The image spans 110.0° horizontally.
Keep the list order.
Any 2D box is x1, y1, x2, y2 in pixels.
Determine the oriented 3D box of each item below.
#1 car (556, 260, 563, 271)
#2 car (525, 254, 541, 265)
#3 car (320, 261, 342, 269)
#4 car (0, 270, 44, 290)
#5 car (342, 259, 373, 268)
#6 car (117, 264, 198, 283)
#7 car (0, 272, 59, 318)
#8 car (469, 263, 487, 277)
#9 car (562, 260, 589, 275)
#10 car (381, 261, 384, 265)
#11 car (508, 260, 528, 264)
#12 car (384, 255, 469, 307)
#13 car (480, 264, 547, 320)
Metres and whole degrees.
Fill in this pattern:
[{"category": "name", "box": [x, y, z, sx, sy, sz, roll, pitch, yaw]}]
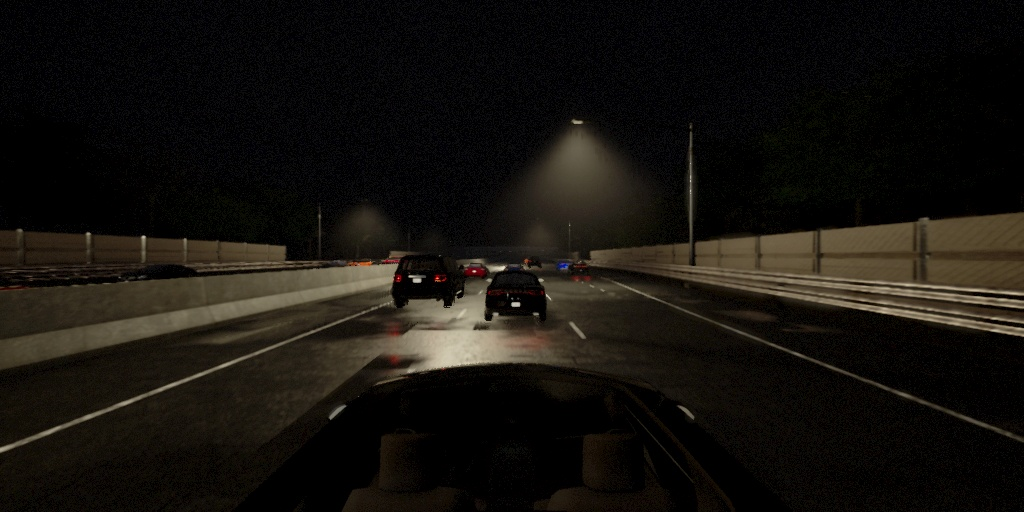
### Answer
[{"category": "car", "box": [7.266, 1.284, 50.369, 1.882, 1.535, 5.008, 0, 0, 1]}, {"category": "car", "box": [3.894, 1.064, 63.351, 2.150, 2.045, 5.566, 0, 0, 1]}, {"category": "car", "box": [-24.318, 1.348, 49.699, 2.033, 1.411, 5.357, 0, 0, 1]}, {"category": "car", "box": [-14.093, 1.101, 7.855, 2.097, 1.767, 4.553, 0, 0, 0]}, {"category": "car", "box": [-20.832, 1.151, 49.140, 2.097, 1.767, 4.553, 0, 0, 1]}, {"category": "car", "box": [-23.796, 1.280, 24.360, 1.812, 1.442, 4.674, 0, 0, -3]}, {"category": "car", "box": [-17.591, 1.296, 10.448, 2.033, 1.411, 5.357, 0, 0, 0]}, {"category": "car", "box": [-3.291, 1.332, 33.452, 1.994, 1.385, 4.181, 0, 0, 0]}, {"category": "car", "box": [7.073, 1.270, 38.758, 2.128, 1.511, 4.902, 0, 0, 2]}, {"category": "car", "box": [-17.286, 1.031, 52.807, 2.150, 2.045, 5.566, 0, 0, 1]}, {"category": "car", "box": [0.210, 1.332, 33.634, 1.994, 1.385, 4.181, 0, 0, 0]}, {"category": "car", "box": [-3.378, 0.972, 15.480, 2.150, 2.045, 5.566, 0, 0, 0]}, {"category": "car", "box": [0.115, 1.228, 12.676, 1.882, 1.535, 5.008, 0, 0, 0]}]
